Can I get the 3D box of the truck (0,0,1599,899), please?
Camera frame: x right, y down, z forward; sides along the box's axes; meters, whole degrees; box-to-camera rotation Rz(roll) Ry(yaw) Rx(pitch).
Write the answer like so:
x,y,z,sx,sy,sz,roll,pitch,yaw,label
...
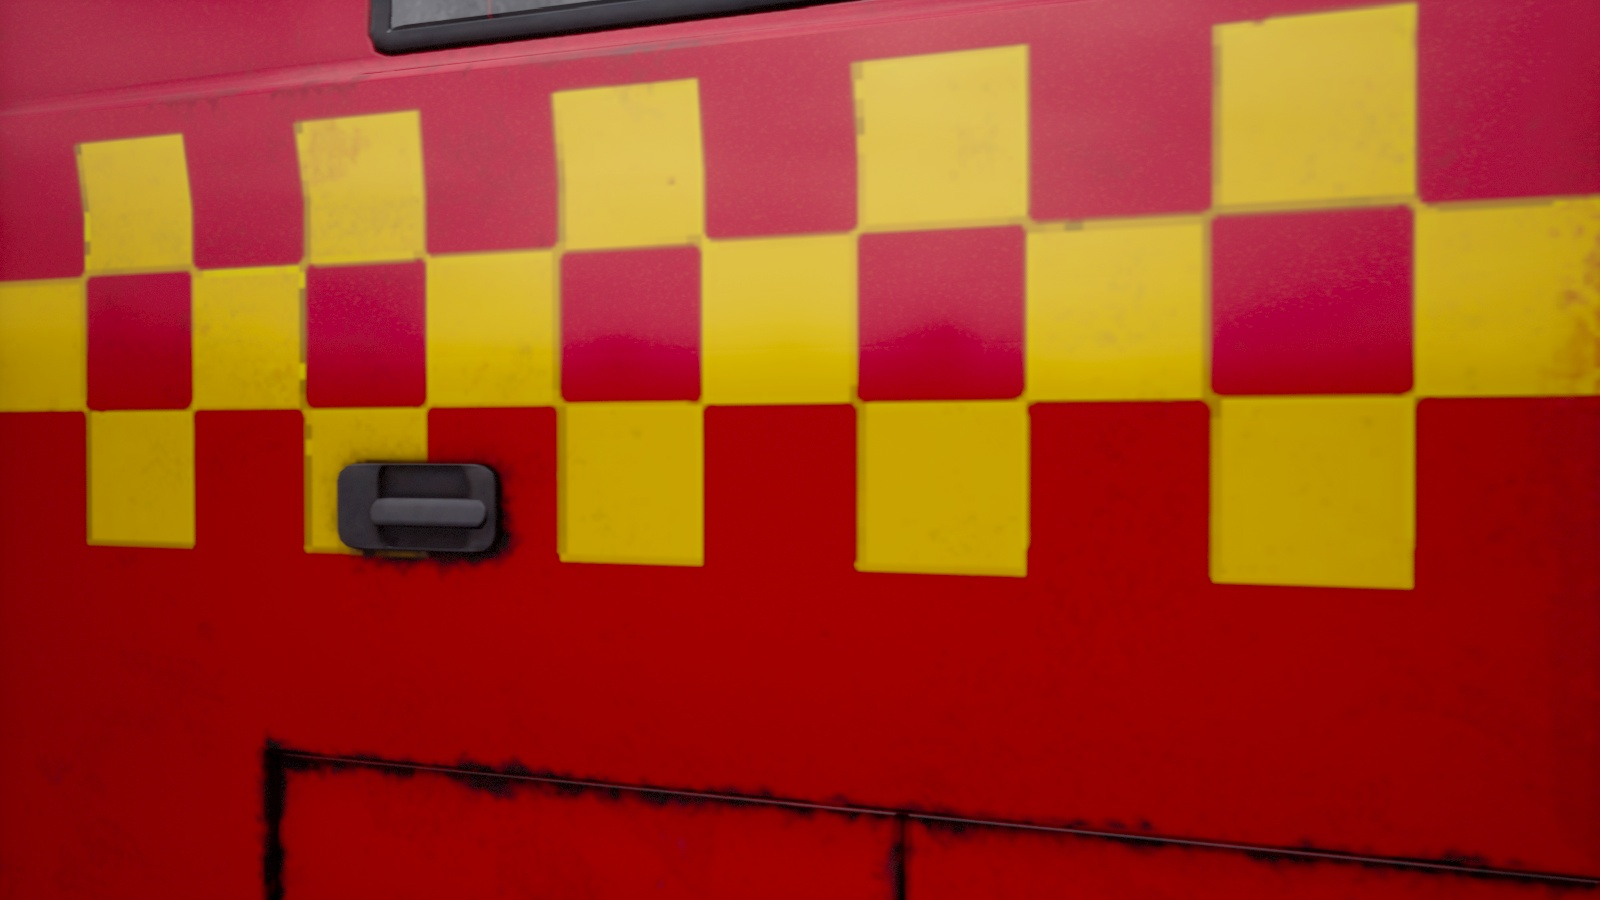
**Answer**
x,y,z,sx,sy,sz,roll,pitch,yaw,label
-0.076,-0.388,3.192,8.468,3.827,2.891,0,1,19,truck
